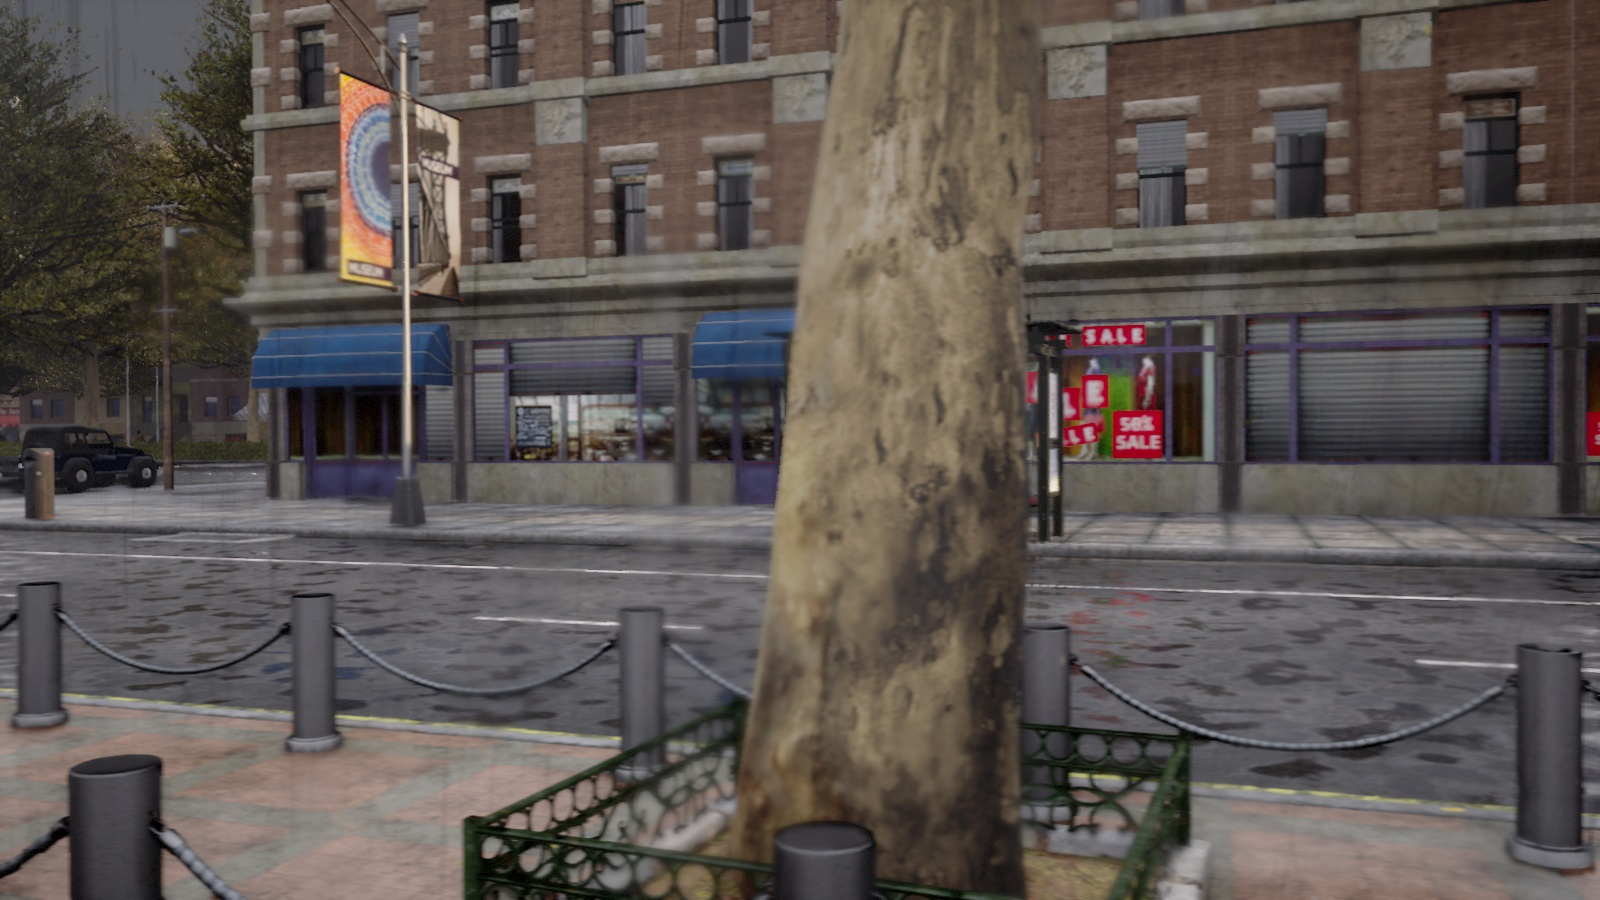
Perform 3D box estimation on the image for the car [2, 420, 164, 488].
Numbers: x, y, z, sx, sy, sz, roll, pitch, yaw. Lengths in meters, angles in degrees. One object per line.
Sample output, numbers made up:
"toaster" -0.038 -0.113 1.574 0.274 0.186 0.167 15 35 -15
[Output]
"car" -20.964 0.069 36.897 1.905 1.878 3.866 0 1 18
